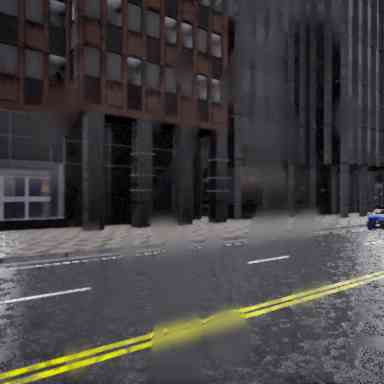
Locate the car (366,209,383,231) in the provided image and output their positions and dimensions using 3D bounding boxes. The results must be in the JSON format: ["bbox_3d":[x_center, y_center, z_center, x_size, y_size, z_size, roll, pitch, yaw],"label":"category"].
[{"bbox_3d":[12.890,1.671,20.860,5.008,1.535,1.882,1,0,-35],"label":"car"}]
